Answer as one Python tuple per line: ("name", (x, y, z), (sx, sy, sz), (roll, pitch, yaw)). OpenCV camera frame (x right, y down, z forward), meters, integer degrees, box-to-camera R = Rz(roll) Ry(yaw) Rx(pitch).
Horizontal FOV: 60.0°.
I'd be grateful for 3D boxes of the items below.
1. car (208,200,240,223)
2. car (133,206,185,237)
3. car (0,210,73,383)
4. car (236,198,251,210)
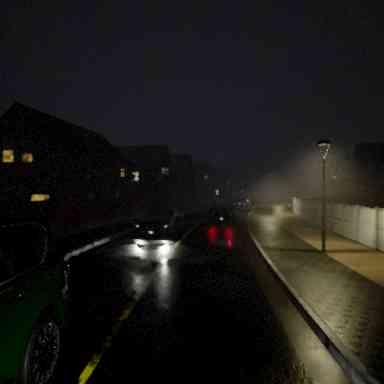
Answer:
("car", (2.398, 1.544, 24.960), (1.895, 1.301, 4.718), (0, 0, 10))
("car", (-1.589, 1.505, 18.215), (2.033, 1.411, 5.357), (0, 0, 8))
("car", (-2.717, 1.219, 2.235), (2.150, 2.045, 5.566), (0, 0, 2))
("car", (6.402, 1.439, 42.230), (2.033, 1.411, 5.357), (0, 0, 16))
